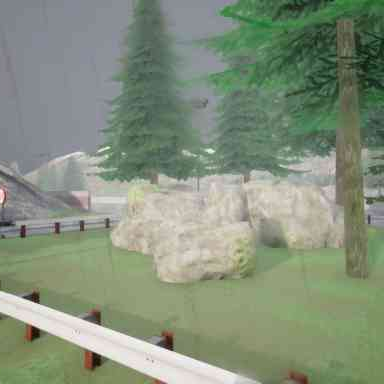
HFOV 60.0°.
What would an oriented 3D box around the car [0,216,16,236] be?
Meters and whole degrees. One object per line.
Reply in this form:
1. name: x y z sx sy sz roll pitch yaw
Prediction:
1. car: -10.812 1.358 15.591 5.357 1.411 2.033 0 0 22
